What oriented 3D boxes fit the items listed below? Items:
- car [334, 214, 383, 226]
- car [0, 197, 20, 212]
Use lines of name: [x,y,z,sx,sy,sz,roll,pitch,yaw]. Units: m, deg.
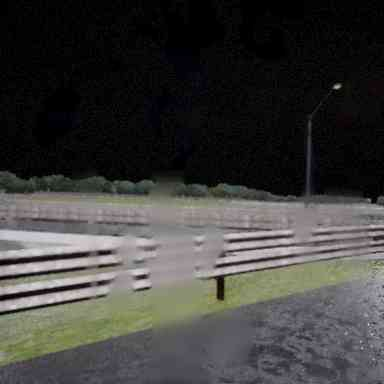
car: [11.502,2.077,20.196,5.357,1.411,2.033,2,-1,3]
car: [-19.724,1.295,33.776,4.902,1.511,2.128,1,-1,21]
